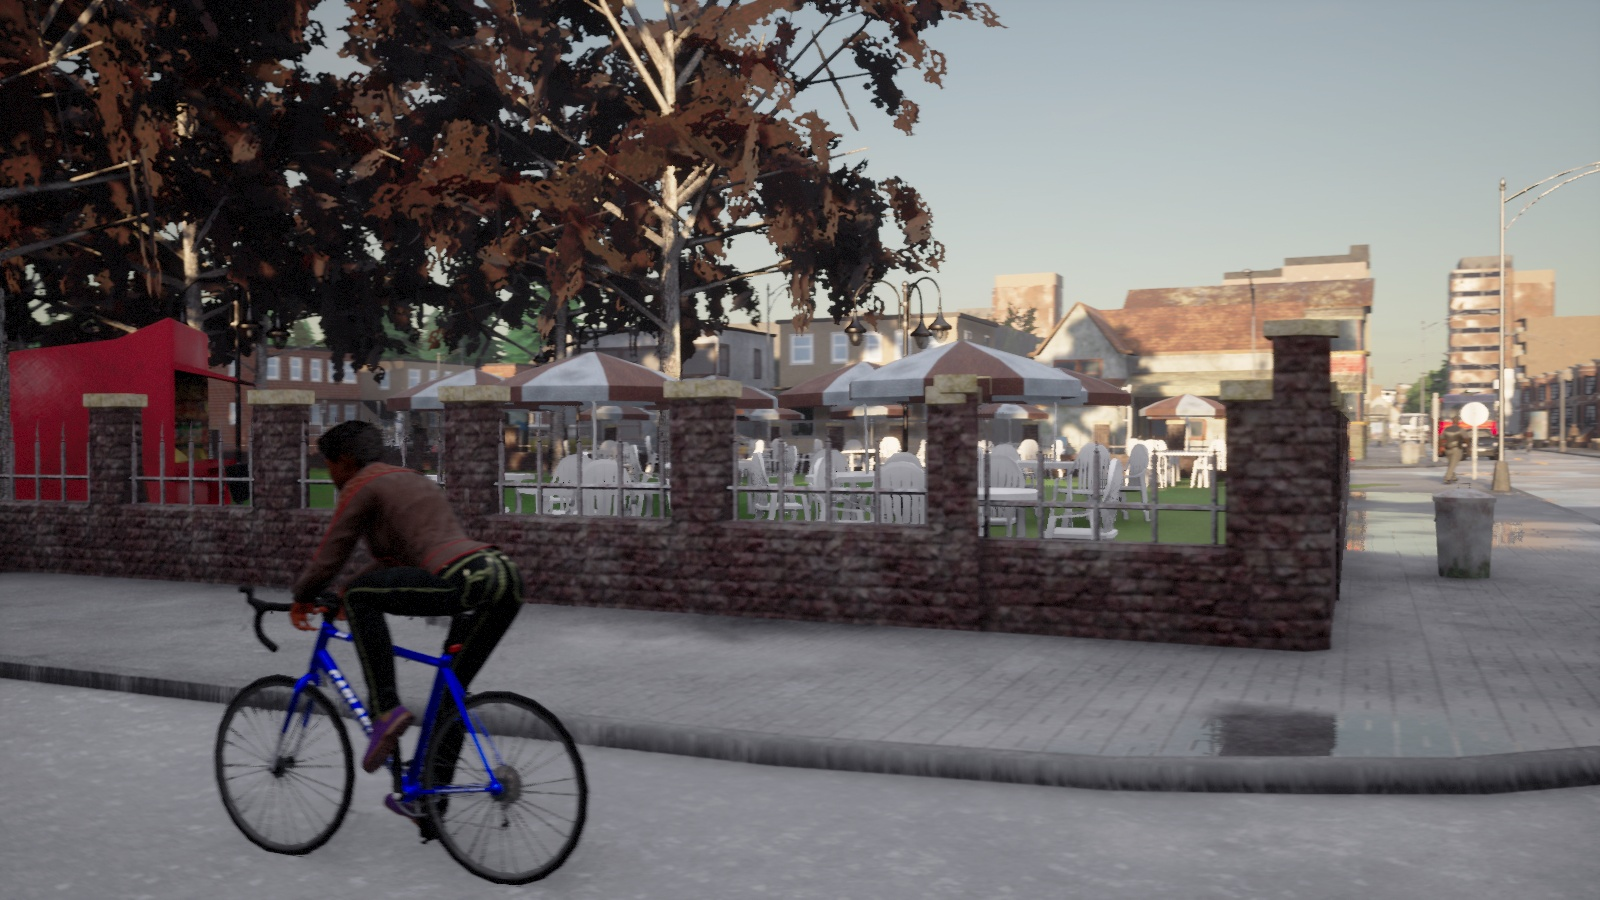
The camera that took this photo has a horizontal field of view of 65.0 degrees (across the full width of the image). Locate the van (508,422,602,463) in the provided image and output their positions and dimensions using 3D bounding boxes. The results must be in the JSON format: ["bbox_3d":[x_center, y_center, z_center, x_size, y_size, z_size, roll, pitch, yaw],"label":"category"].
[{"bbox_3d":[-12.312,-0.393,63.173,4.442,1.987,1.775,1,1,24],"label":"van"}]

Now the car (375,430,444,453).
[{"bbox_3d":[-26.966,-0.602,86.841,2.007,1.525,4.514,1,1,25],"label":"car"}]

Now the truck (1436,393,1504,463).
[{"bbox_3d":[38.629,-1.253,72.614,2.891,3.827,8.468,1,1,24],"label":"truck"}]

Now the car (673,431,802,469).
[{"bbox_3d":[-2.735,-0.043,54.483,5.366,1.575,1.801,1,1,24],"label":"car"}]

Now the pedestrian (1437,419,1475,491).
[{"bbox_3d":[17.293,0.118,33.108,0.849,1.883,0.563,0,1,-39],"label":"pedestrian"}]

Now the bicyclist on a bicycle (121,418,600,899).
[{"bbox_3d":[-1.606,0.706,4.574,1.656,1.620,0.582,0,0,21],"label":"bicyclist on a bicycle"}]

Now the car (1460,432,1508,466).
[{"bbox_3d":[34.377,-0.069,63.201,1.851,1.617,3.988,1,1,24],"label":"car"}]
